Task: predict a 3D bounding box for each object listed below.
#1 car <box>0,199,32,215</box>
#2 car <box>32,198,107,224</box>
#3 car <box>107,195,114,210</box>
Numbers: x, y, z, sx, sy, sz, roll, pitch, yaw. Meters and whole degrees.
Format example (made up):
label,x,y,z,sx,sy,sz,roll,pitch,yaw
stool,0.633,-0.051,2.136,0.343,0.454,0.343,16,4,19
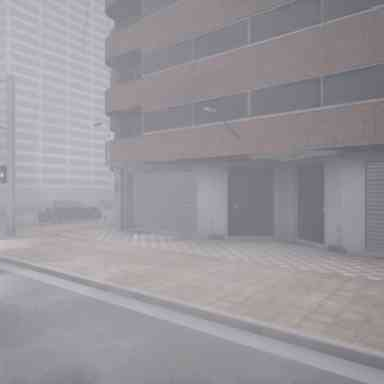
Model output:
label,x,y,z,sx,sy,sz,roll,pitch,yaw
car,-16.698,1.505,32.633,1.837,1.490,4.892,0,0,37
car,-9.068,1.352,24.982,2.097,1.767,4.553,0,0,37
car,-10.451,1.505,40.889,1.837,1.490,4.892,0,0,37
